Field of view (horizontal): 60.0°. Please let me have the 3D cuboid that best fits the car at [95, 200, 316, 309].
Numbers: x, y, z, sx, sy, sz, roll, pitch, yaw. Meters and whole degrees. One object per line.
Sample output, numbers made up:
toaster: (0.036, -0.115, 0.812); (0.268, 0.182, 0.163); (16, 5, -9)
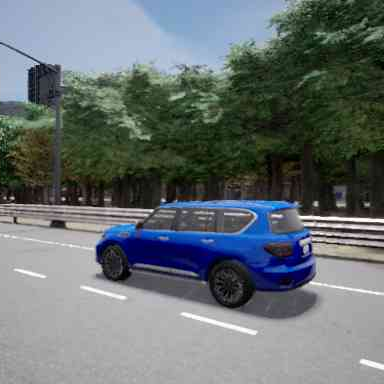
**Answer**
car: (0.063, 1.225, 8.121); (5.566, 2.045, 2.150); (0, 0, 36)
